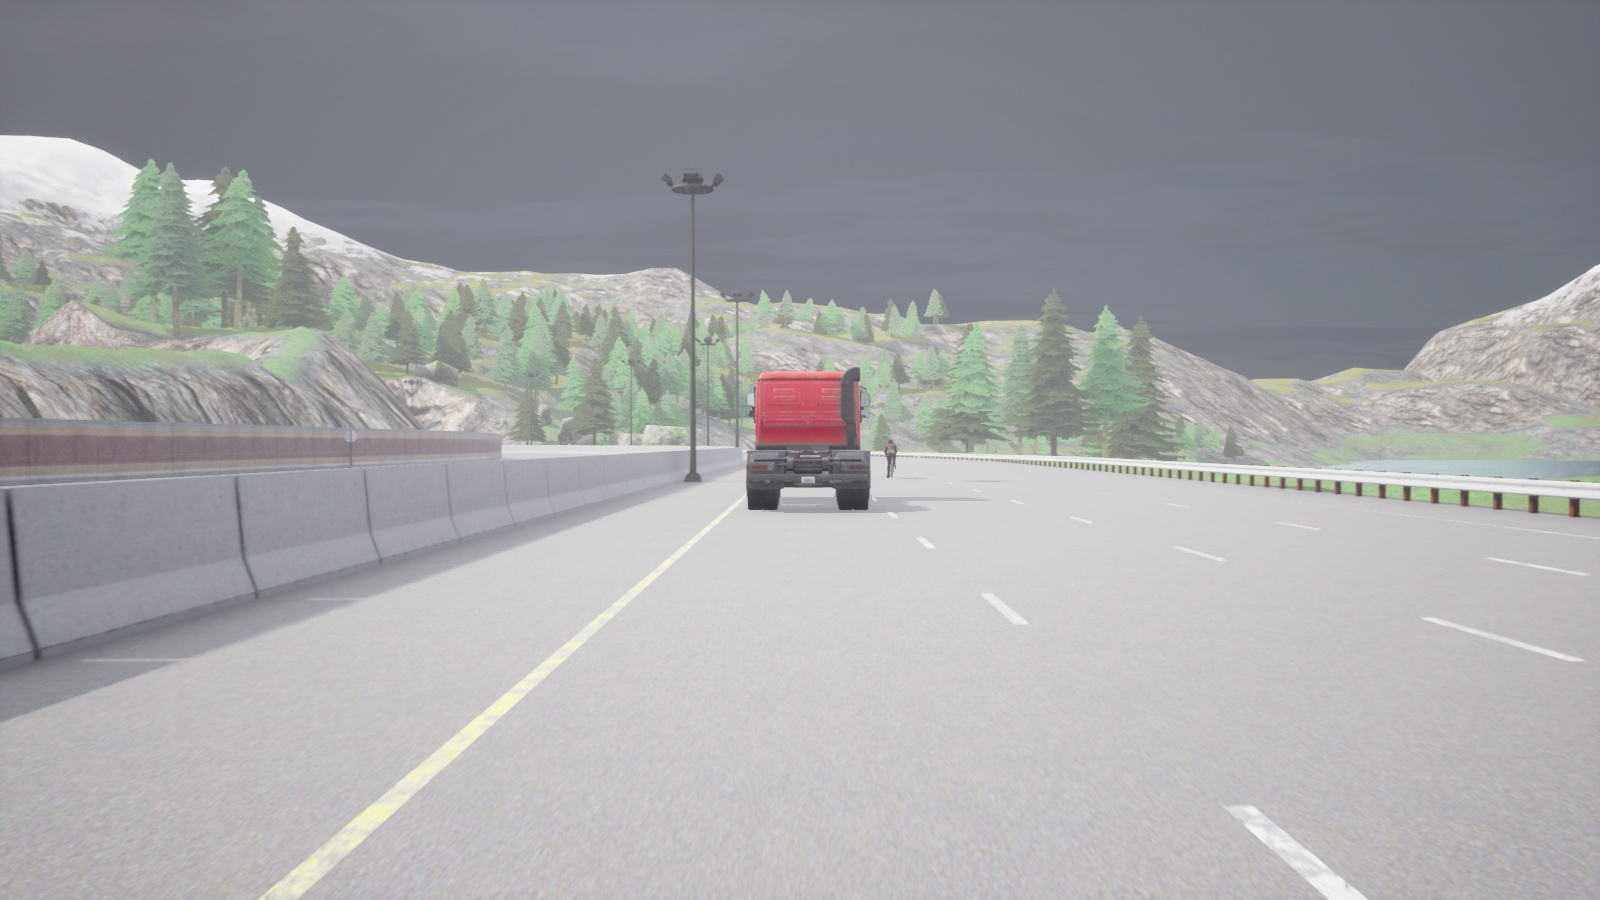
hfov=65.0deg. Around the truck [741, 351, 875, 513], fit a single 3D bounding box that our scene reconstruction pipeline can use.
[{"bbox_3d":[0.195,-0.410,30.971,2.891,3.462,7.936,0,0,0],"label":"truck"}]
